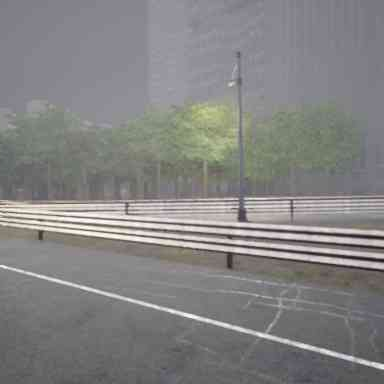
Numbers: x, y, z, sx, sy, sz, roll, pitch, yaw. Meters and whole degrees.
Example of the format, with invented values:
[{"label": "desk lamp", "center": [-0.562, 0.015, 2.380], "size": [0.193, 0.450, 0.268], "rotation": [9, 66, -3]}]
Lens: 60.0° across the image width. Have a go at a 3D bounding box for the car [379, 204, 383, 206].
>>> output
[{"label": "car", "center": [17.166, 0.961, 25.941], "size": [4.892, 1.490, 1.837], "rotation": [0, 0, -4]}]
